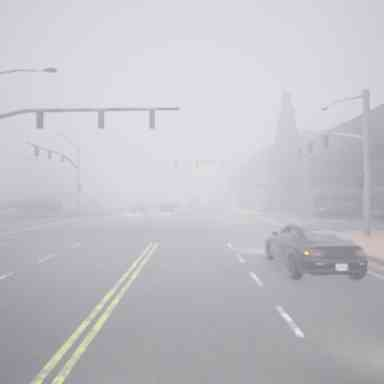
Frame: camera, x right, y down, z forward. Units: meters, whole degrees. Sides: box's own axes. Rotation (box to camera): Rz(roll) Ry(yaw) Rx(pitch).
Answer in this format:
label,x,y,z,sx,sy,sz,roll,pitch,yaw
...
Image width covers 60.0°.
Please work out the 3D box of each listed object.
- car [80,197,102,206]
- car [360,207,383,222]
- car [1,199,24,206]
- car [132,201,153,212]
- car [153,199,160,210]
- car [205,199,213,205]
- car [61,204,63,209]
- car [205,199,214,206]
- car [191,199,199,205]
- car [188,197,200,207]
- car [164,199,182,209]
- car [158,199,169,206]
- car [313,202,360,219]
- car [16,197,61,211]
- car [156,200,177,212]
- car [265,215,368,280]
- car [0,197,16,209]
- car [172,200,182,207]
label,x,y,z,sx,sy,sz,roll,pitch,yaw
car,-21.450,1.995,69.174,3.866,1.878,1.905,0,-1,0
car,18.259,1.964,29.975,4.718,1.301,1.895,0,-1,0
car,-38.905,2.238,72.055,3.905,1.438,1.784,0,-1,0
car,-7.233,2.062,47.058,2.128,1.511,4.902,0,-1,1
car,-7.039,2.242,55.968,1.994,1.385,4.181,0,-1,2
car,4.347,2.521,86.791,1.994,1.385,4.181,0,-1,1
car,-21.422,1.758,49.552,3.866,1.878,1.905,0,-1,0
car,4.091,2.481,76.999,1.994,1.385,4.181,0,-1,1
car,0.843,2.528,86.708,1.882,1.535,5.008,0,-1,1
car,0.431,2.033,67.034,2.150,2.045,5.566,0,-1,1
car,-3.439,2.282,59.207,1.994,1.385,4.181,0,-1,2
car,-6.436,2.382,76.090,1.882,1.535,5.008,0,-1,1
car,14.666,1.758,33.490,4.553,1.767,2.097,0,-1,0
car,-21.478,1.720,46.658,4.605,1.855,1.932,0,-1,0
car,-3.694,2.197,49.149,1.895,1.301,4.718,0,-1,1
car,3.565,1.651,10.219,1.812,1.442,4.674,0,-1,0
car,-38.970,1.993,69.161,4.605,1.855,1.932,0,-1,0
car,-3.107,2.342,69.496,1.837,1.490,4.892,0,-1,1
